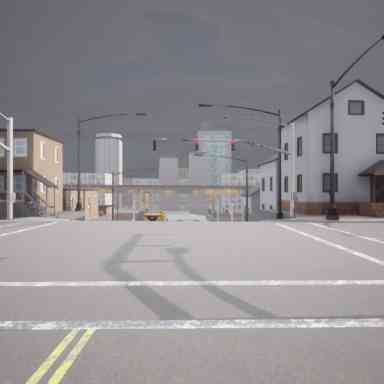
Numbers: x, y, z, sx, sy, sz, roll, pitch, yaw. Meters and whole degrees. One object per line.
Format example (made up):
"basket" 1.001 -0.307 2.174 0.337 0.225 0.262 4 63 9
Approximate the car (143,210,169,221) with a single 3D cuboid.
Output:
"car" -3.670 2.536 33.444 1.882 1.535 5.008 0 -9 1

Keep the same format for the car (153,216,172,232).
"car" -3.776 4.235 43.667 2.128 1.511 4.902 0 -13 -1
